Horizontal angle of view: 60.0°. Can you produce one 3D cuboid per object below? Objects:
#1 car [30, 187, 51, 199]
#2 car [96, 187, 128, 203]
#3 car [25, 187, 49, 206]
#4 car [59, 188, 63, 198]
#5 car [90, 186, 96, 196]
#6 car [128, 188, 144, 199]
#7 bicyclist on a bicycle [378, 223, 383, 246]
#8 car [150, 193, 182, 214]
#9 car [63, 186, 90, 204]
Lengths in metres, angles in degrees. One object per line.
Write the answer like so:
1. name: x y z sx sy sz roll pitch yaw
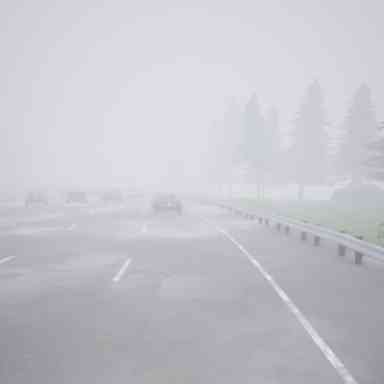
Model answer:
1. car: -19.654 0.084 43.063 2.033 1.411 5.357 -1 2 -29
2. car: -8.606 0.292 35.315 2.128 1.511 4.902 -1 2 -21
3. car: -14.696 0.472 31.620 2.033 1.411 5.357 -1 2 -22
4. car: -17.076 0.052 45.619 1.895 1.301 4.718 -1 2 -29
5. car: -14.350 -0.101 47.902 1.812 1.442 4.674 -1 2 -29
6. car: -7.539 0.178 41.880 1.895 1.301 4.718 -1 2 -24
7. bicyclist on a bicycle: 4.572 1.165 6.946 0.582 1.656 1.620 -8 -35 -7
8. car: -1.957 0.737 24.246 1.994 1.385 4.181 0 2 -12
9. car: -11.790 0.328 33.812 1.882 1.535 5.008 -1 2 -22
